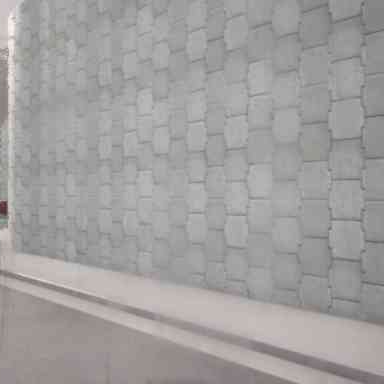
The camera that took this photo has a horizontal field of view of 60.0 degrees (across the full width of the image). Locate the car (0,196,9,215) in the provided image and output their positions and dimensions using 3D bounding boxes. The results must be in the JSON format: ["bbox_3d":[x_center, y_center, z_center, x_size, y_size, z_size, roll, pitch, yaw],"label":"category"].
[{"bbox_3d":[-11.322,0.843,23.520,1.895,1.301,4.718,1,6,40],"label":"car"}]

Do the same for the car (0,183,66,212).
[{"bbox_3d":[-12.976,0.372,27.084,2.097,1.767,4.553,1,6,37],"label":"car"}]
